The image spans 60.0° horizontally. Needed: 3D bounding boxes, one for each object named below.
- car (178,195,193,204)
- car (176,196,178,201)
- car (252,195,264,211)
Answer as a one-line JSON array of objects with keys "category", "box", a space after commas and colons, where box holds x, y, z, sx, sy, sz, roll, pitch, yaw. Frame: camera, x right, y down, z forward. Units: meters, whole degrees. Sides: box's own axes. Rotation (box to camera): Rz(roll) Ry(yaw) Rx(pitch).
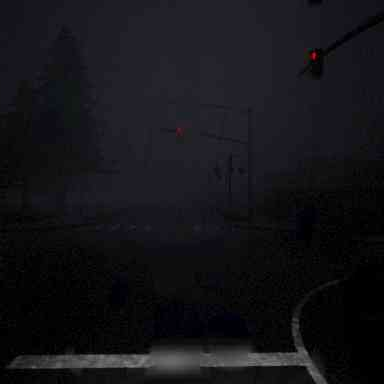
[{"category": "car", "box": [-0.906, 1.517, 60.921, 2.033, 1.411, 5.357, 0, 0, -7]}, {"category": "car", "box": [-2.198, 1.326, 71.105, 1.812, 1.442, 4.674, 0, 0, -13]}, {"category": "car", "box": [8.868, 1.144, 36.301, 4.605, 1.855, 1.932, 0, 0, -1]}]
